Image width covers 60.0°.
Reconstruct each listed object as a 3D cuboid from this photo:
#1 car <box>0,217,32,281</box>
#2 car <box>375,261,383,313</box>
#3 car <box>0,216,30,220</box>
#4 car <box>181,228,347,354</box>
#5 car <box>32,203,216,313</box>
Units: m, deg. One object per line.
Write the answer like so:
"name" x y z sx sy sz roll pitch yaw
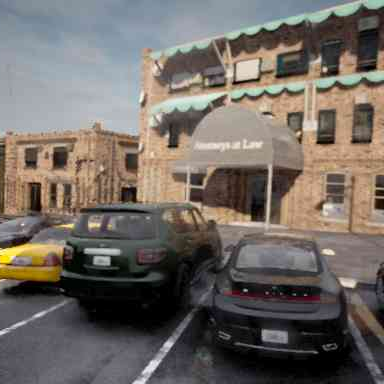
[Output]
"car" -3.104 1.554 9.865 1.946 1.575 5.366 -1 -1 15
"car" 4.015 1.469 4.581 2.231 1.521 4.892 0 -1 16
"car" -5.545 1.597 11.389 2.097 1.535 5.008 0 -1 15
"car" 1.623 1.490 6.286 2.231 1.521 4.892 -1 -1 15
"car" -0.760 1.270 8.023 2.435 2.045 5.566 -1 -1 15
